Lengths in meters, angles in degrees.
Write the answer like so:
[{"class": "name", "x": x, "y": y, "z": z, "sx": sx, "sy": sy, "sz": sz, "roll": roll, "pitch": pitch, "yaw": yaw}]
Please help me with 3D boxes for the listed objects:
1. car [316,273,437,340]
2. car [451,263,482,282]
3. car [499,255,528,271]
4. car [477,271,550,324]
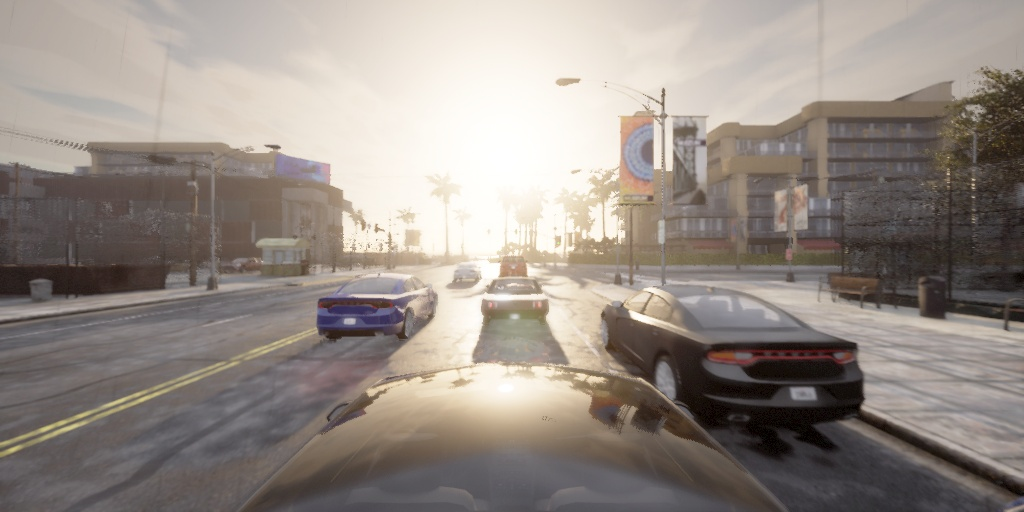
[{"class": "car", "x": -3.399, "y": 1.216, "z": 9.993, "sx": 1.882, "sy": 1.535, "sz": 5.008, "roll": 0, "pitch": 0, "yaw": 0}, {"class": "car", "x": -3.405, "y": 1.239, "z": 27.875, "sx": 1.812, "sy": 1.442, "sz": 4.674, "roll": 0, "pitch": 0, "yaw": 0}, {"class": "car", "x": 0.099, "y": 0.933, "z": 29.151, "sx": 2.150, "sy": 2.045, "sz": 5.566, "roll": 0, "pitch": 0, "yaw": 0}, {"class": "car", "x": 0.082, "y": 1.337, "z": 11.840, "sx": 1.895, "sy": 1.301, "sz": 4.718, "roll": 0, "pitch": 0, "yaw": 0}]
